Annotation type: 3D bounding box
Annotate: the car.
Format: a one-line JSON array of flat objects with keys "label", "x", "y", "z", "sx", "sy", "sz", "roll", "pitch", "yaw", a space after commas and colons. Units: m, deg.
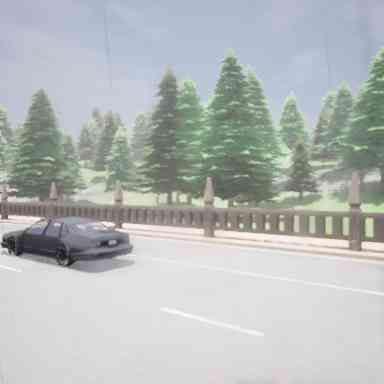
[{"label": "car", "x": -4.433, "y": 1.567, "z": 11.453, "sx": 5.357, "sy": 1.411, "sz": 2.033, "roll": 0, "pitch": 0, "yaw": 35}]
